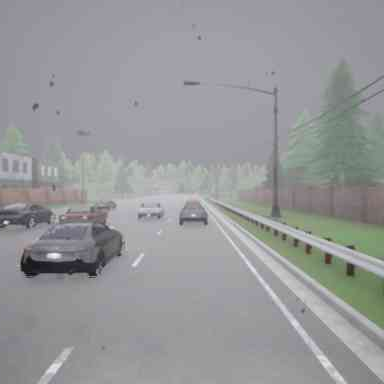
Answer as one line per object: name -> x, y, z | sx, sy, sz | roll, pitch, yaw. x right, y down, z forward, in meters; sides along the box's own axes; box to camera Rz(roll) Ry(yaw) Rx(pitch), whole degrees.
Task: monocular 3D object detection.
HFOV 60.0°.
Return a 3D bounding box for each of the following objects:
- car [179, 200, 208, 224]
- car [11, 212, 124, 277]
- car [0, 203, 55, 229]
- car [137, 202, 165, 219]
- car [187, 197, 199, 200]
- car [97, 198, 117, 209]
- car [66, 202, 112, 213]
car -> 0.096, 1.502, 24.078 | 1.994, 1.385, 4.181 | 0, 0, 0
car -> -3.400, 1.538, 10.207 | 1.994, 1.385, 4.181 | 0, 0, 0
car -> -10.401, 1.451, 21.105 | 1.837, 1.490, 4.892 | 0, 0, 0
car -> -3.402, 1.528, 28.418 | 1.895, 1.301, 4.718 | 0, 0, 0
car -> 0.093, 1.369, 41.935 | 1.882, 1.535, 5.008 | 0, 0, 0
car -> -10.405, 1.461, 40.000 | 1.994, 1.385, 4.181 | 0, 0, 0
car -> -6.903, 1.545, 21.753 | 1.895, 1.301, 4.718 | 0, 0, 0
